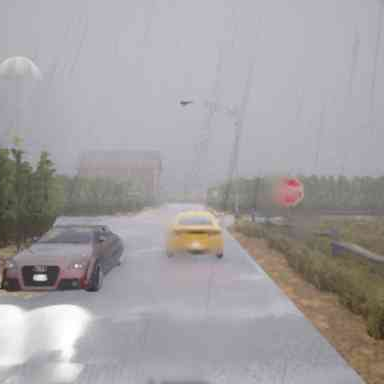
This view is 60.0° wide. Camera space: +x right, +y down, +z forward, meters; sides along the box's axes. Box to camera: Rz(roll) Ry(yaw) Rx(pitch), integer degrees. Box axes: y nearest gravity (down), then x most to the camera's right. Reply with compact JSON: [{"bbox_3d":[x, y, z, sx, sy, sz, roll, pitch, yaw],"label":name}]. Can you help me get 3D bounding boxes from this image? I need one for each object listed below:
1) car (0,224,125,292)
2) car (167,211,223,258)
[{"bbox_3d":[-3.118,1.578,8.851,1.994,1.385,4.181,0,0,0],"label":"car"},{"bbox_3d":[0.105,1.486,12.856,1.882,1.535,5.008,0,0,0],"label":"car"}]
